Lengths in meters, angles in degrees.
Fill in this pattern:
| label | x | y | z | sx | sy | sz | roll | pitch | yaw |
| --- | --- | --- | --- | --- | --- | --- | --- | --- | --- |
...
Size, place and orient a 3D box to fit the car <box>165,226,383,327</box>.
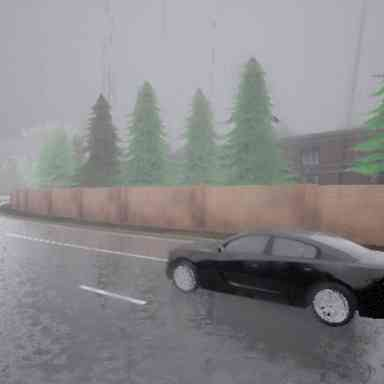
| label | x | y | z | sx | sy | sz | roll | pitch | yaw |
| --- | --- | --- | --- | --- | --- | --- | --- | --- | --- |
| car | 1.677 | 1.477 | 7.097 | 5.008 | 1.535 | 1.882 | 0 | 0 | 36 |
